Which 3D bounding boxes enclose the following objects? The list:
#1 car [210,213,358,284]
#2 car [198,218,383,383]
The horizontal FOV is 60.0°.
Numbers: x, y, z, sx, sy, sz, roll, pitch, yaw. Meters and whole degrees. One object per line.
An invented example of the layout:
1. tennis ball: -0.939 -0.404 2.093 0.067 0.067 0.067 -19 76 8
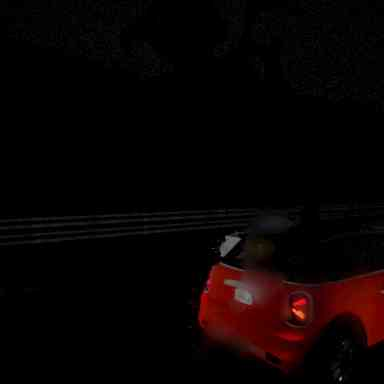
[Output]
1. car: 2.934 1.508 10.140 4.674 1.442 1.812 0 0 -36
2. car: 2.383 1.341 5.448 4.553 1.767 2.097 0 0 -36
